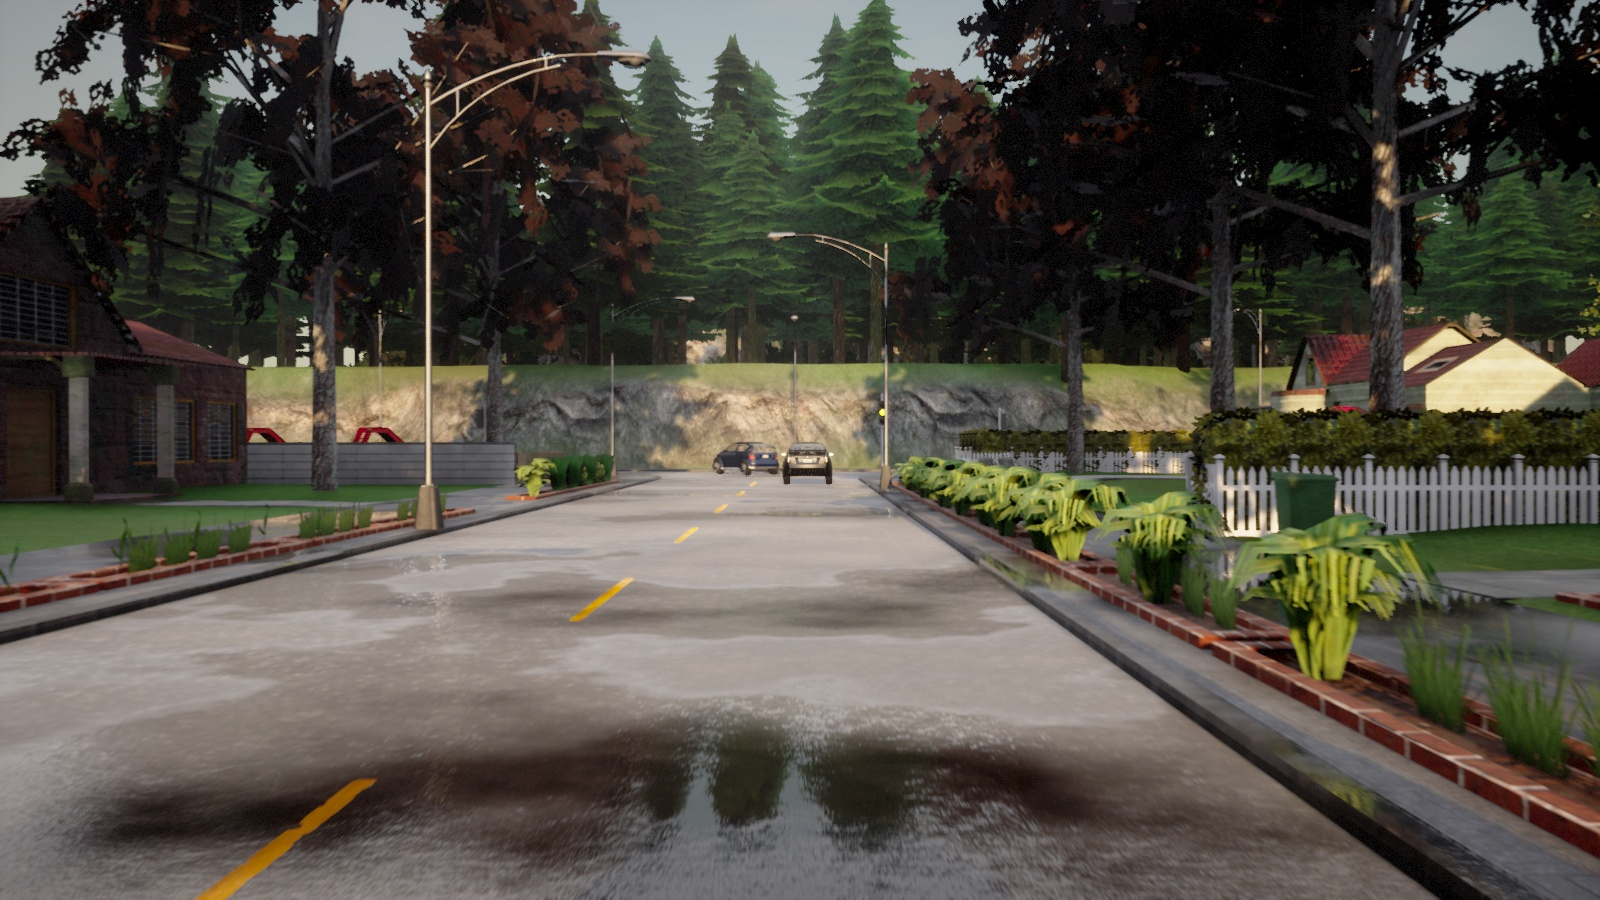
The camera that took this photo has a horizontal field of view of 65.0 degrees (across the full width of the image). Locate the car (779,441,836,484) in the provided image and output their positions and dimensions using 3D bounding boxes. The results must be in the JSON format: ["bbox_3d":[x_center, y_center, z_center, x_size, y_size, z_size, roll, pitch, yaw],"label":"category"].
[{"bbox_3d":[0.282,0.429,46.948,2.007,1.525,4.514,0,0,0],"label":"car"}]

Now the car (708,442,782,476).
[{"bbox_3d":[-2.623,0.390,59.060,1.789,1.549,3.705,0,0,-34],"label":"car"}]
